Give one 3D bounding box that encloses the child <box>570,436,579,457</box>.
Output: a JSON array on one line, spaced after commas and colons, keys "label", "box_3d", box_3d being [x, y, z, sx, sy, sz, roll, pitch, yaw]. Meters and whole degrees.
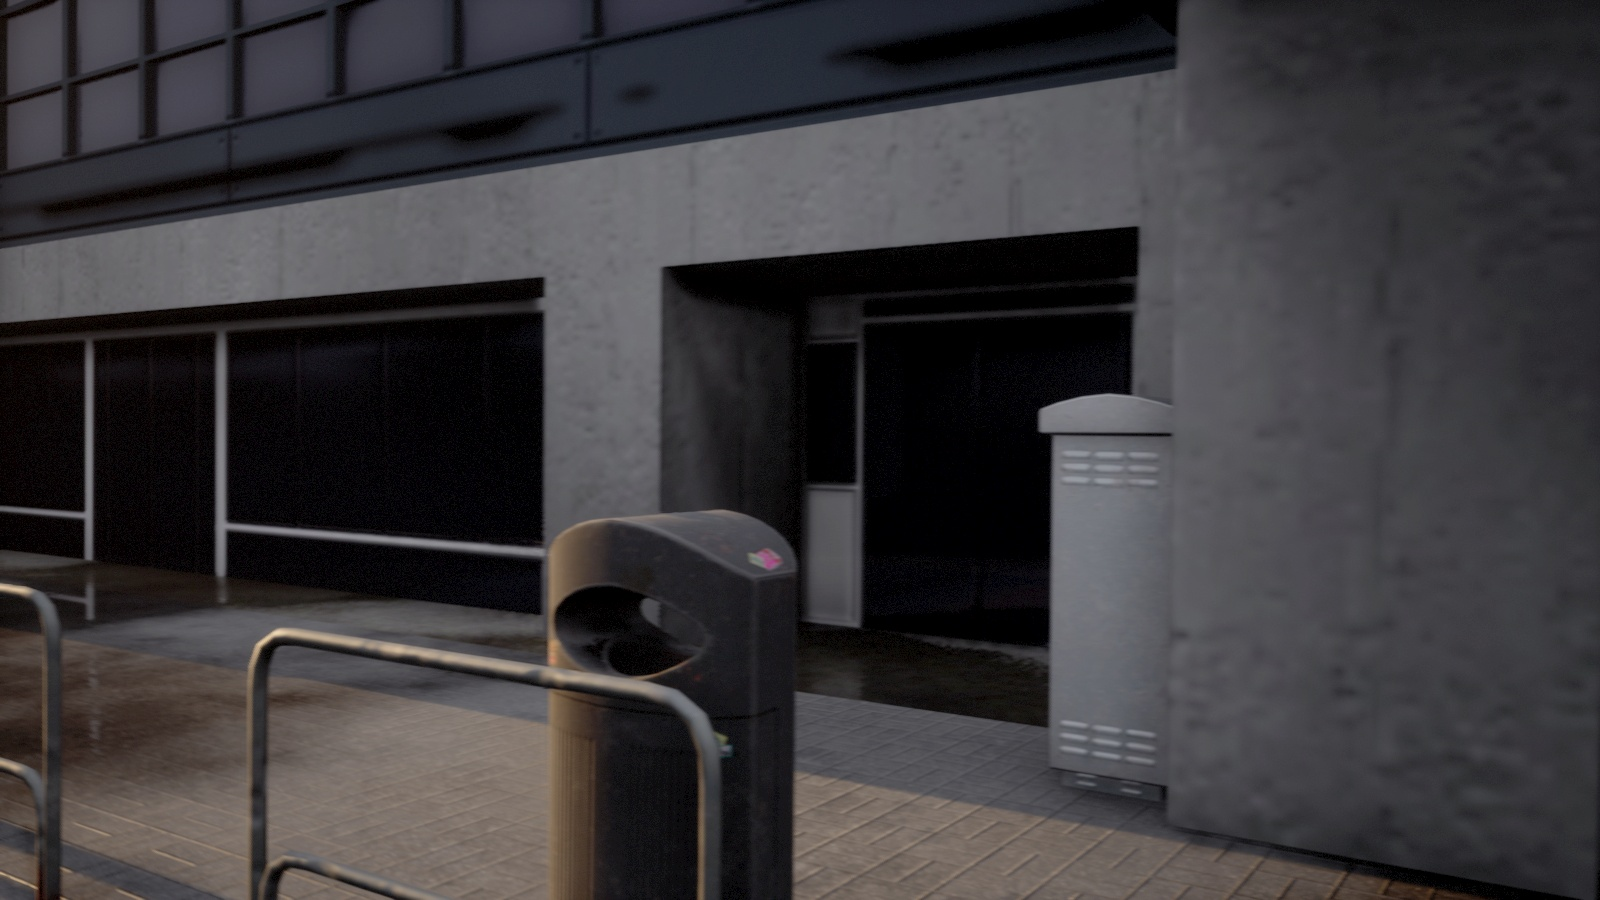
[{"label": "child", "box_3d": [-13.760, -0.207, 76.575, 0.270, 1.263, 0.437, 0, 1, 32]}]
